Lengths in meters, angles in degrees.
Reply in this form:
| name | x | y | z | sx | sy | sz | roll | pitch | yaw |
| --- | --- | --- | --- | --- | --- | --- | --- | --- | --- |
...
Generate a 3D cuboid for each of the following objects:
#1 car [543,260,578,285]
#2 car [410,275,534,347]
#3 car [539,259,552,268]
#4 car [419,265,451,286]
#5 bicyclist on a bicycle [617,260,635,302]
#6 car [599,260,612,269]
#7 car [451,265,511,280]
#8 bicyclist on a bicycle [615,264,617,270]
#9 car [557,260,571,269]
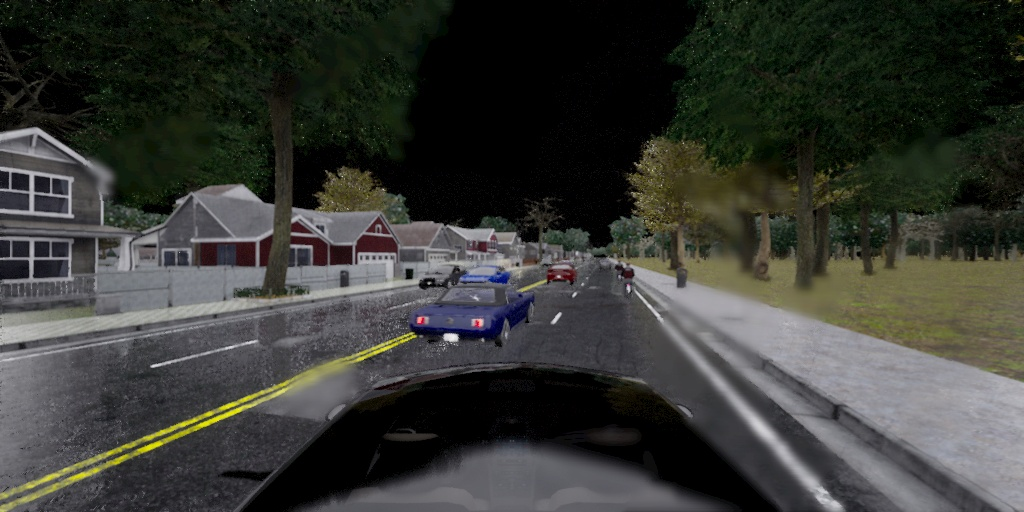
| name | x | y | z | sx | sy | sz | roll | pitch | yaw |
| --- | --- | --- | --- | --- | --- | --- | --- | --- | --- |
| car | 3.865 | 1.287 | 27.184 | 1.882 | 1.535 | 5.008 | 0 | 0 | 14 |
| car | -0.685 | 1.371 | 9.456 | 1.895 | 1.301 | 4.718 | 0 | 0 | 14 |
| car | 6.093 | 1.266 | 62.710 | 2.097 | 1.767 | 4.553 | 0 | 0 | 15 |
| car | -4.155 | 1.316 | 22.899 | 1.837 | 1.490 | 4.892 | 0 | 0 | 14 |
| bicyclist on a bicycle | 5.196 | 1.147 | 16.097 | 0.659 | 1.776 | 1.843 | 0 | 0 | 14 |
| car | 15.924 | 1.383 | 61.121 | 2.128 | 1.511 | 4.902 | 0 | 0 | 14 |
| car | -1.428 | 1.278 | 20.451 | 1.882 | 1.535 | 5.008 | 0 | 0 | 14 |
| bicyclist on a bicycle | 7.433 | 1.168 | 24.816 | 0.659 | 1.776 | 1.843 | 0 | 0 | 14 |
| car | 8.892 | 1.428 | 60.571 | 1.812 | 1.442 | 4.674 | 0 | 0 | 15 |
